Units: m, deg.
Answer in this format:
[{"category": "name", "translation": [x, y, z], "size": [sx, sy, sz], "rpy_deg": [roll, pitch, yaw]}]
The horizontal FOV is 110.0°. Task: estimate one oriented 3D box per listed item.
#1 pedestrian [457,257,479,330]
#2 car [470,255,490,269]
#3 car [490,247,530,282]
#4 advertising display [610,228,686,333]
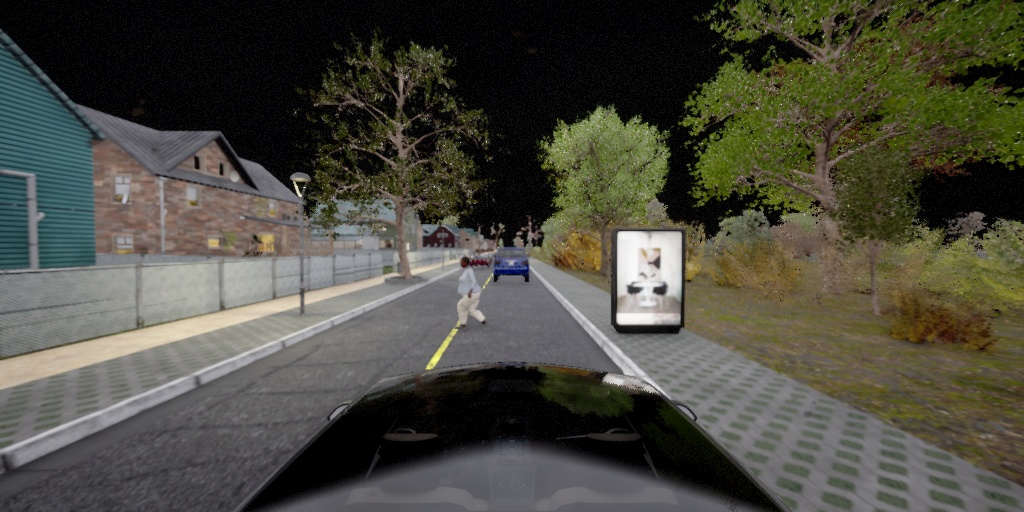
[{"category": "pedestrian", "translation": [-1.068, 0.873, 8.750], "size": [0.375, 1.860, 0.375], "rpy_deg": [0, 2, -6]}, {"category": "car", "translation": [-2.979, 0.544, 34.856], "size": [1.895, 1.301, 4.718], "rpy_deg": [0, 1, 0]}, {"category": "car", "translation": [-0.028, 0.459, 22.811], "size": [2.150, 2.045, 5.566], "rpy_deg": [0, 2, 0]}, {"category": "advertising display", "translation": [2.985, 0.623, 7.944], "size": [1.540, 2.440, 0.280], "rpy_deg": [0, 0, 0]}]
